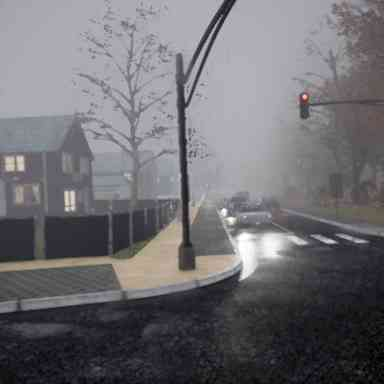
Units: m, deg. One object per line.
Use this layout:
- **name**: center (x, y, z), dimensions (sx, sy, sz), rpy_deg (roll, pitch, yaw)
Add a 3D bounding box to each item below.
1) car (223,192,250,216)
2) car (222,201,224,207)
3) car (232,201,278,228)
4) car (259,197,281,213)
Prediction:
- **car**: center (4.401, 1.196, 31.418), dimensions (2.097, 1.767, 4.553), rpy_deg (-2, 0, 3)
- **car**: center (5.043, 1.373, 44.236), dimensions (1.895, 1.301, 4.718), rpy_deg (-2, 0, 3)
- **car**: center (3.922, 1.500, 21.509), dimensions (1.895, 1.301, 4.718), rpy_deg (-2, 0, 3)
- **car**: center (7.410, 1.214, 32.616), dimensions (2.128, 1.511, 4.902), rpy_deg (-2, 0, 3)
